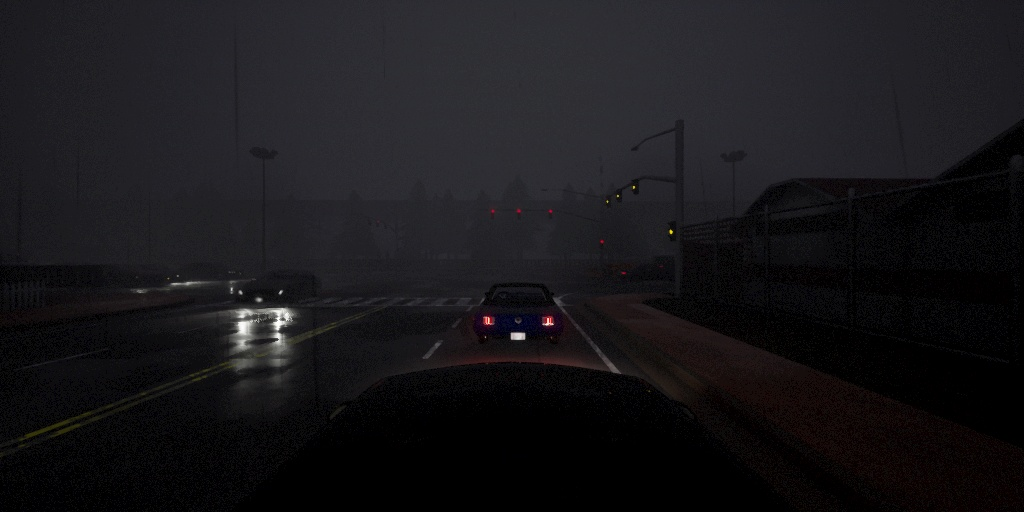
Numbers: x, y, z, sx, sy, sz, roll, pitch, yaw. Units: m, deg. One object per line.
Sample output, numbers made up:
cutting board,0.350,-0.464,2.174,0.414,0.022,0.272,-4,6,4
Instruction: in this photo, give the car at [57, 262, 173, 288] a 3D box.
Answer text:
car,-25.478,1.224,23.163,5.008,1.535,1.882,0,0,-1

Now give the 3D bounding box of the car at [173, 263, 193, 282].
car,-26.862,1.306,26.643,4.181,1.385,1.994,0,0,-1

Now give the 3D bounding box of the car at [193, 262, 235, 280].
car,-25.313,1.248,30.167,4.892,1.490,1.837,0,0,-1

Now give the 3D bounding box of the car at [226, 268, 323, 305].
car,-10.223,1.297,16.308,2.033,1.411,5.357,0,0,-12

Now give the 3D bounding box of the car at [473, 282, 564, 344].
car,0.193,1.351,9.541,1.895,1.301,4.718,0,0,2

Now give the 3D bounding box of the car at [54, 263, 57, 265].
car,-36.229,1.177,29.994,5.357,1.411,2.033,2,0,-1

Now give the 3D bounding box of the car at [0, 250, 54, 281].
car,-38.203,0.782,26.462,5.566,2.045,2.150,2,0,-1

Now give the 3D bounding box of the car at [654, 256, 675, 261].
car,14.815,0.973,30.834,5.566,2.045,2.150,0,0,-1

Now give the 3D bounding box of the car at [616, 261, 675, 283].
car,10.727,1.297,27.265,5.357,1.411,2.033,0,0,-1
